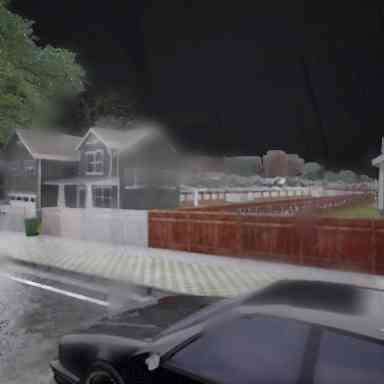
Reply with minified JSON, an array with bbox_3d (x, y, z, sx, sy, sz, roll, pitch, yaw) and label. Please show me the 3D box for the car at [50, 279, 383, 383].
[{"bbox_3d":[1.058,1.553,2.808,5.357,1.411,2.033,-1,0,36],"label":"car"}]
